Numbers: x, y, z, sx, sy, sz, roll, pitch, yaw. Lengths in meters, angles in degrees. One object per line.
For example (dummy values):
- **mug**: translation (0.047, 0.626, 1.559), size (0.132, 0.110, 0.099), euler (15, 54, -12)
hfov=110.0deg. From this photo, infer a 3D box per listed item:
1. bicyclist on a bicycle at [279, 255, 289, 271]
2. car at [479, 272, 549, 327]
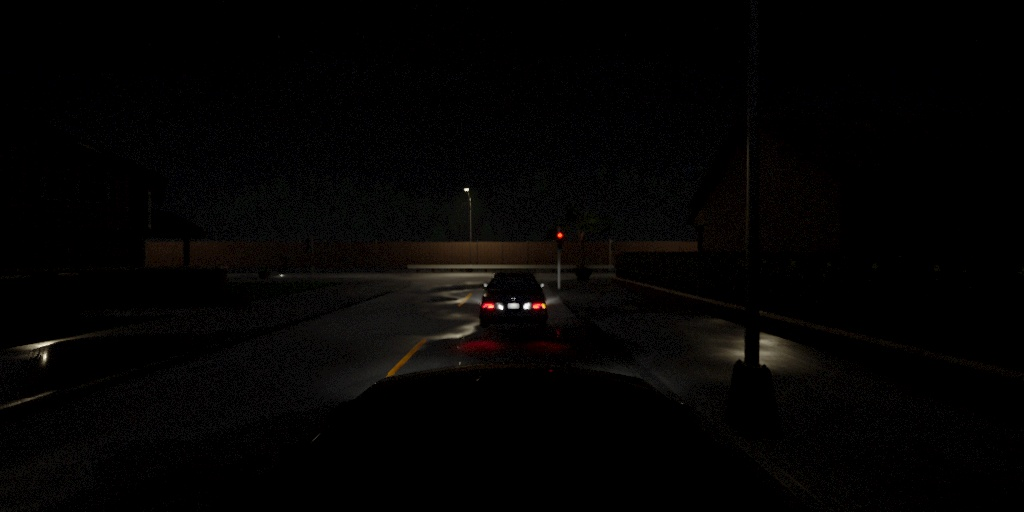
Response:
- **bicyclist on a bicycle**: translation (-23.981, 0.742, 37.663), size (0.582, 1.620, 1.656), euler (0, 1, 0)
- **car**: translation (0.055, 1.205, 11.019), size (2.033, 1.411, 5.357), euler (0, 1, 1)
